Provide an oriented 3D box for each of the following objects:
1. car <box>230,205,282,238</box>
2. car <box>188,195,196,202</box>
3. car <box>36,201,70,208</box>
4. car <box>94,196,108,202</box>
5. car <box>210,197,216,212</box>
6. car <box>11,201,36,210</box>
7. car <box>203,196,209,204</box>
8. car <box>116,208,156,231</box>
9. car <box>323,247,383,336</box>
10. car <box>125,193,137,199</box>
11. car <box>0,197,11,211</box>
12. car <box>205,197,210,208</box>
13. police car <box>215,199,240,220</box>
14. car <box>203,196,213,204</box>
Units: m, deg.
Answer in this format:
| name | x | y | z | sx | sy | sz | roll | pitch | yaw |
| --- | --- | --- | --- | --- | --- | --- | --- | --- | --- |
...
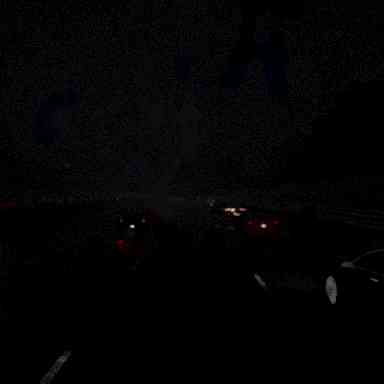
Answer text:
| name | x | y | z | sx | sy | sz | roll | pitch | yaw |
| --- | --- | --- | --- | --- | --- | --- | --- | --- | --- |
| car | 3.495 | 1.626 | 18.241 | 1.994 | 1.385 | 4.181 | 0 | 0 | 0 |
| car | -0.020 | 1.695 | 82.271 | 1.837 | 1.490 | 4.892 | 0 | 0 | 0 |
| car | -14.097 | 1.719 | 34.945 | 1.895 | 1.301 | 4.718 | 0 | 0 | 0 |
| car | -21.019 | 1.644 | 77.102 | 2.033 | 1.411 | 5.357 | 0 | 0 | 0 |
| car | 3.490 | 1.642 | 40.253 | 1.837 | 1.490 | 4.892 | 0 | 0 | 0 |
| car | -17.590 | 1.688 | 36.711 | 1.994 | 1.385 | 4.181 | 0 | 0 | 0 |
| car | 3.485 | 1.726 | 62.296 | 2.163 | 1.488 | 4.792 | 0 | 0 | 0 |
| car | -3.405 | 1.672 | 21.210 | 1.895 | 1.301 | 4.718 | 0 | 0 | 0 |
| car | 3.597 | 1.523 | 4.943 | 1.837 | 1.490 | 4.892 | 0 | 0 | 0 |
| car | -14.019 | 1.330 | 77.076 | 2.150 | 2.045 | 5.566 | 0 | 0 | 0 |
| car | -21.089 | 1.471 | 35.775 | 2.097 | 1.767 | 4.553 | 0 | 0 | 0 |
| car | 3.487 | 1.777 | 51.289 | 1.895 | 1.301 | 4.718 | 0 | 0 | 0 |
| police car | 3.493 | 1.604 | 29.247 | 2.038 | 1.542 | 4.974 | 0 | 0 | 0 |
| car | 3.482 | 1.735 | 73.462 | 1.801 | 1.575 | 5.366 | 0 | 0 | 0 |
